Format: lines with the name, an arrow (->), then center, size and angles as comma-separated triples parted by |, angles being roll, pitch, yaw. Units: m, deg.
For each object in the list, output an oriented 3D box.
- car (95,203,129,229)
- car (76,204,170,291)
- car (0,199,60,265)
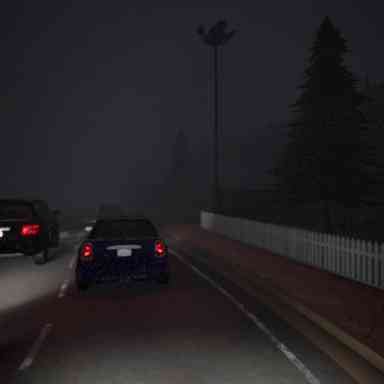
car -> -5.639, 1.570, 23.073 | 2.033, 1.411, 5.357 | 0, 0, -16
car -> -1.936, 1.356, 9.384 | 2.097, 1.767, 4.553 | 0, 0, -12
car -> -5.995, 1.237, 11.599 | 2.150, 2.045, 5.566 | 0, 0, -15
